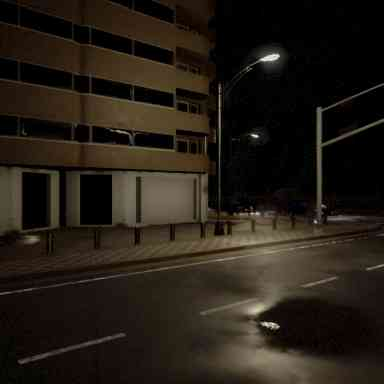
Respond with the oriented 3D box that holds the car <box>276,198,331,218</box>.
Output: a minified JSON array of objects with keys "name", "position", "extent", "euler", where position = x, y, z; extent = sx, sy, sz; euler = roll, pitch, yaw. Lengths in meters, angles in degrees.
[{"name":"car","position":[10.013,1.581,30.886],"extent":[1.812,1.442,4.674],"euler":[0,0,-37]}]

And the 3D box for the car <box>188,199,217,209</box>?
[{"name":"car","position":[1.472,1.656,48.691],"extent":[1.895,1.301,4.718],"euler":[0,0,-36]}]

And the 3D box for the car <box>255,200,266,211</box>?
[{"name":"car","position":[6.946,1.560,41.091],"extent":[1.837,1.490,4.892],"euler":[0,0,-36]}]

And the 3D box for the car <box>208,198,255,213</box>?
[{"name":"car","position":[4.388,1.603,38.653],"extent":[2.033,1.411,5.357],"euler":[0,0,-36]}]

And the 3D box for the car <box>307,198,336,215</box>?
[{"name":"car","position":[12.192,1.407,33.819],"extent":[2.097,1.767,4.553],"euler":[0,0,-36]}]
